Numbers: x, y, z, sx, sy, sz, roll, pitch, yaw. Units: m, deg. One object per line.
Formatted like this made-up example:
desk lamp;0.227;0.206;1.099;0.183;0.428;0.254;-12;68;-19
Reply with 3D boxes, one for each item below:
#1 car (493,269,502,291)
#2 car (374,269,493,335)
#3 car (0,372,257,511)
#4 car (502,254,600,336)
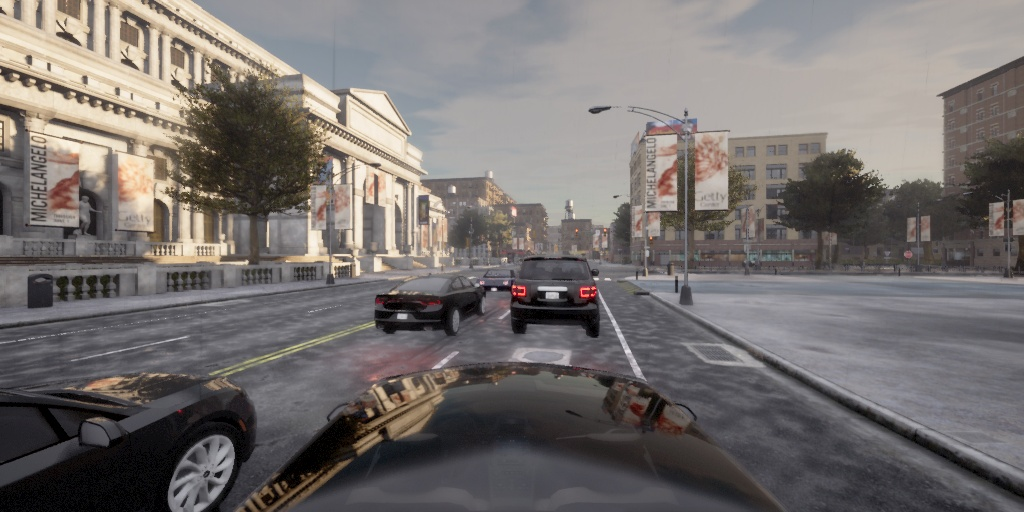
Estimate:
car;-0.458;1.351;19.751;1.895;1.301;4.718;0;0;11
car;-2.114;1.228;10.629;1.882;1.535;5.008;0;0;9
car;-3.204;1.255;1.235;1.837;1.490;4.892;0;0;0
car;1.374;0.971;10.617;2.150;2.045;5.566;0;0;10
